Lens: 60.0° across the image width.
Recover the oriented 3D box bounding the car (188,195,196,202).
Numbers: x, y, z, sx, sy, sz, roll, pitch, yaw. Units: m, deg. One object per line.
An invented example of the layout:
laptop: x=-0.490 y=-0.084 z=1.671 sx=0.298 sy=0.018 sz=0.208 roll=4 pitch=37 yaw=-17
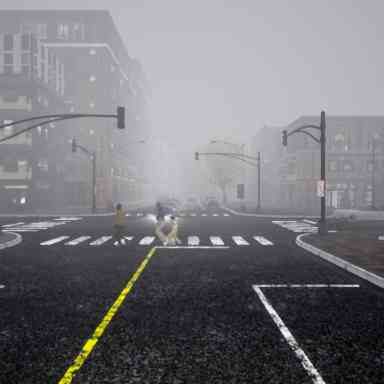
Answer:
car: x=0.009 y=1.556 z=80.680 sx=2.033 sy=1.411 sz=5.357 roll=0 pitch=0 yaw=0

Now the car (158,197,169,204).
car: x=-5.685 y=1.651 z=66.280 sx=1.802 sy=1.307 sz=4.206 roll=0 pitch=0 yaw=0

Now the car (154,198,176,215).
car: x=-2.898 y=1.616 z=34.389 sx=1.895 sy=1.301 sz=4.718 roll=0 pitch=0 yaw=-4

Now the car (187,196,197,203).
car: x=0.008 y=1.625 z=70.673 sx=1.994 sy=1.385 sz=4.181 roll=0 pitch=0 yaw=0

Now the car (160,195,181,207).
car: x=-3.088 y=1.584 z=48.203 sx=2.033 sy=1.411 sz=5.357 roll=0 pitch=0 yaw=0

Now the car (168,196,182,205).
car: x=-3.063 y=1.550 z=60.963 sx=2.128 sy=1.511 sz=4.902 roll=0 pitch=0 yaw=0

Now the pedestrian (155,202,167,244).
pedestrian: x=-1.350 y=1.294 z=14.548 sx=0.375 sy=1.860 sz=0.375 roll=0 pitch=0 yaw=0

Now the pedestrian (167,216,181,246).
pedestrian: x=-0.741 y=1.574 z=13.949 sx=0.375 sy=1.300 sz=0.375 roll=0 pitch=0 yaw=0

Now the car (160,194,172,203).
car: x=-5.685 y=1.397 z=71.977 sx=2.192 sy=1.841 sz=5.009 roll=0 pitch=0 yaw=0

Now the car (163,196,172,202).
car: x=-5.684 y=1.662 z=77.674 sx=1.947 sy=1.339 sz=4.313 roll=0 pitch=0 yaw=0

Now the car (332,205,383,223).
car: x=13.475 y=1.668 z=25.777 sx=4.718 sy=1.301 sz=1.895 roll=0 pitch=0 yaw=0

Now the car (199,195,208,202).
car: x=2.697 y=1.536 z=77.672 sx=1.967 sy=1.590 sz=4.097 roll=0 pitch=0 yaw=0

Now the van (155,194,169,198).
van: x=-5.686 y=1.399 z=60.584 sx=1.690 sy=1.788 sz=3.998 roll=0 pitch=0 yaw=0

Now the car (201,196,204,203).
car: x=2.695 y=1.478 z=49.188 sx=1.967 sy=1.590 sz=4.097 roll=0 pitch=0 yaw=0

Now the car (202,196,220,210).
car: x=2.694 y=1.580 z=43.490 sx=2.008 sy=1.369 sz=4.403 roll=0 pitch=0 yaw=0

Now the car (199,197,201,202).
car: x=2.695 y=1.488 z=54.884 sx=1.967 sy=1.590 sz=4.097 roll=0 pitch=0 yaw=0

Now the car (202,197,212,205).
car: x=2.695 y=1.640 z=60.581 sx=1.802 sy=1.307 sz=4.206 roll=0 pitch=0 yaw=0

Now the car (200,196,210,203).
car: x=2.697 y=1.633 z=71.975 sx=2.008 sy=1.369 sz=4.403 roll=0 pitch=0 yaw=0

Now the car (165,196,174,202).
car: x=-5.683 y=1.663 z=83.370 sx=2.008 sy=1.369 sz=4.403 roll=0 pitch=0 yaw=0

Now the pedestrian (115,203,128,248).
pedestrian: x=-2.875 y=1.294 z=13.347 sx=0.375 sy=1.860 sz=0.375 roll=0 pitch=0 yaw=0
